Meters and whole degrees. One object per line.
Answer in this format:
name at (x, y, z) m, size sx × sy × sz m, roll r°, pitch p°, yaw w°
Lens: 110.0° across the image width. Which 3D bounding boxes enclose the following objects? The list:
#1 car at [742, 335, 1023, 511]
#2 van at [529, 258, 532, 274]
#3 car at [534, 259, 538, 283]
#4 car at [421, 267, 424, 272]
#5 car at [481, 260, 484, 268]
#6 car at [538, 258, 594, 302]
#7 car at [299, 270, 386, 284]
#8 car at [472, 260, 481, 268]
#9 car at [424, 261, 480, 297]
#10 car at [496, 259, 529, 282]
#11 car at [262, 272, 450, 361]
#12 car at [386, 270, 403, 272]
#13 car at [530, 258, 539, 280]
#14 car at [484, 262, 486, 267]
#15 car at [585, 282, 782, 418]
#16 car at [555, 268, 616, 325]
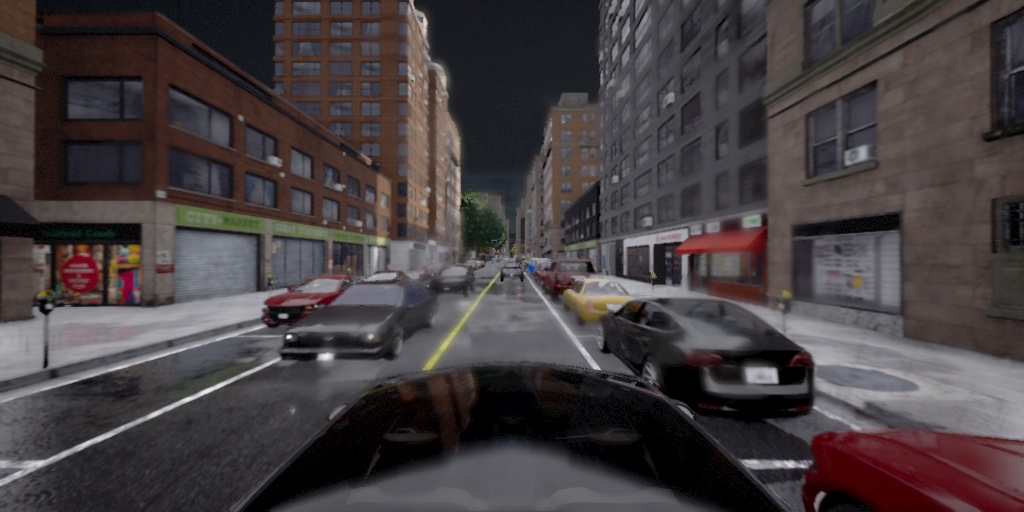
car at (2.668, 1.296, 0.407) m, size 1.888 × 1.381 × 4.507 m, roll 0°, pitch 0°, yaw 0°
van at (2.663, 1.108, 33.448) m, size 1.690 × 1.789 × 3.998 m, roll 0°, pitch 0°, yaw 0°
car at (2.664, 1.194, 22.435) m, size 1.967 × 1.591 × 4.097 m, roll 0°, pitch 0°, yaw 0°
car at (-5.862, 1.200, 27.948) m, size 1.967 × 1.591 × 4.097 m, roll 0°, pitch 0°, yaw 0°
car at (-5.867, 1.339, 55.320) m, size 1.751 × 1.417 × 4.829 m, roll 0°, pitch 0°, yaw 0°
car at (2.665, 1.065, 16.927) m, size 2.192 × 1.841 × 5.009 m, roll 0°, pitch 0°, yaw 0°
car at (-5.859, 1.294, 11.425) m, size 1.888 × 1.381 × 4.507 m, roll 0°, pitch 0°, yaw 0°
car at (-5.866, 1.241, 49.981) m, size 1.967 × 1.591 × 4.097 m, roll 0°, pitch 0°, yaw 0°
car at (-3.003, 1.229, 18.982) m, size 1.882 × 1.535 × 5.008 m, roll 0°, pitch 0°, yaw 0°
car at (0.005, 1.253, 29.281) m, size 2.128 × 1.511 × 4.902 m, roll 0°, pitch 0°, yaw 0°
car at (-3.074, 1.296, 8.613) m, size 2.033 × 1.411 × 5.357 m, roll 0°, pitch 0°, yaw 0°
car at (-5.860, 1.332, 16.932) m, size 1.802 × 1.307 × 4.207 m, roll 0°, pitch 0°, yaw 0°
car at (2.663, 1.200, 27.941) m, size 1.967 × 1.591 × 4.097 m, roll 0°, pitch 0°, yaw 0°
car at (-5.868, 1.410, 60.999) m, size 1.802 × 1.307 × 4.207 m, roll 0°, pitch 0°, yaw 0°
car at (2.667, 1.314, 5.913) m, size 1.948 × 1.339 × 4.313 m, roll 0°, pitch 0°, yaw 0°
car at (2.666, 1.274, 11.590) m, size 1.751 × 1.417 × 4.829 m, roll 0°, pitch 0°, yaw 0°
